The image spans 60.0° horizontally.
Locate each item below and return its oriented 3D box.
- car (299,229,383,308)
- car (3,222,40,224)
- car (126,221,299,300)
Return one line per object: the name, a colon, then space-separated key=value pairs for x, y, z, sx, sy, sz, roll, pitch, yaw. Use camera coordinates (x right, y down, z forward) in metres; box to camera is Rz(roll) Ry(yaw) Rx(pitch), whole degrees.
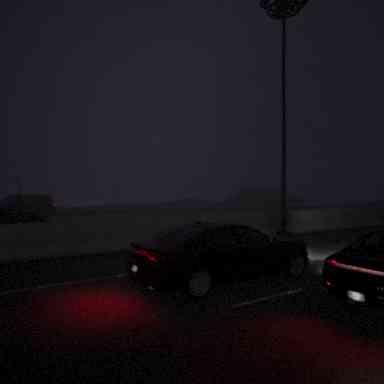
car: x=4.719 y=1.488 z=6.759 sx=4.902 sy=1.511 sz=2.128 roll=0 pitch=0 yaw=-33
car: x=-9.000 y=1.462 z=14.648 sx=4.902 sy=1.511 sz=2.128 roll=0 pitch=0 yaw=-35
car: x=0.845 y=1.468 z=8.407 sx=5.008 sy=1.535 sz=1.882 roll=0 pitch=0 yaw=-33
